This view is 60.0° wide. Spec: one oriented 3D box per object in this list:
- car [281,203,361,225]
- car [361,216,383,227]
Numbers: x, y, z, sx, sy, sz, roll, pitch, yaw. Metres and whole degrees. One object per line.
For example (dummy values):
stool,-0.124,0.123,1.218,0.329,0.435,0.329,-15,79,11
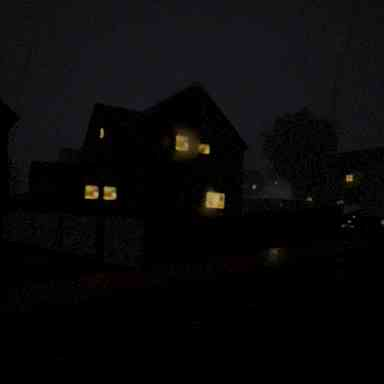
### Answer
car,8.701,1.523,23.671,2.033,1.411,5.357,4,-2,-33
car,12.497,1.687,23.090,1.994,1.385,4.181,4,-2,-32
